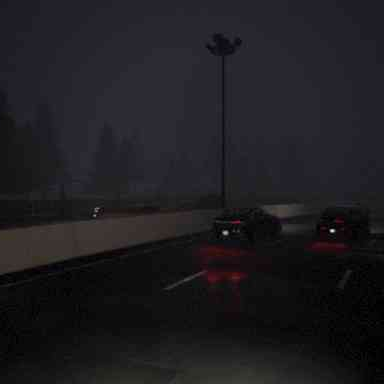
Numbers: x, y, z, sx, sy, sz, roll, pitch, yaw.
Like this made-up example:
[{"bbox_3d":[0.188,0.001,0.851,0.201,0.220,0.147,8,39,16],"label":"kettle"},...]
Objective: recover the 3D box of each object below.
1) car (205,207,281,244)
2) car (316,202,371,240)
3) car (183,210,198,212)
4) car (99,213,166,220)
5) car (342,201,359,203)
[{"bbox_3d":[2.758,1.490,16.011,2.128,1.511,4.902,0,0,34],"label":"car"},{"bbox_3d":[7.852,1.504,17.150,1.837,1.490,4.892,0,0,36],"label":"car"},{"bbox_3d":[0.917,1.219,31.215,2.150,2.045,5.566,0,0,41],"label":"car"},{"bbox_3d":[-3.311,1.474,19.908,1.882,1.535,5.008,0,0,35],"label":"car"},{"bbox_3d":[14.279,1.524,29.900,1.812,1.442,4.674,0,0,44],"label":"car"}]
